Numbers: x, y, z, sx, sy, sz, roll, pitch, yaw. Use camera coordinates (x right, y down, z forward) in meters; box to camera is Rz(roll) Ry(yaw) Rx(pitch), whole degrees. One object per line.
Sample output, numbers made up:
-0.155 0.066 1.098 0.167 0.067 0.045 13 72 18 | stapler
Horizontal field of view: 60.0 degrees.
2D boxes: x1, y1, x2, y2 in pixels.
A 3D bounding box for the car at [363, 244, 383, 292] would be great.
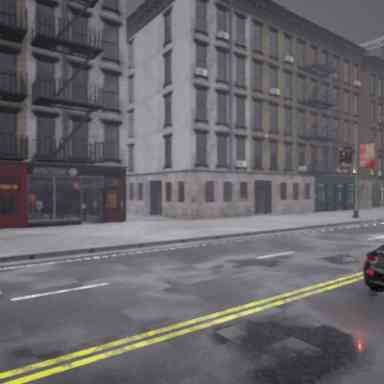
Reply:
5.705 1.522 7.615 4.674 1.442 1.812 0 0 -36 | car
